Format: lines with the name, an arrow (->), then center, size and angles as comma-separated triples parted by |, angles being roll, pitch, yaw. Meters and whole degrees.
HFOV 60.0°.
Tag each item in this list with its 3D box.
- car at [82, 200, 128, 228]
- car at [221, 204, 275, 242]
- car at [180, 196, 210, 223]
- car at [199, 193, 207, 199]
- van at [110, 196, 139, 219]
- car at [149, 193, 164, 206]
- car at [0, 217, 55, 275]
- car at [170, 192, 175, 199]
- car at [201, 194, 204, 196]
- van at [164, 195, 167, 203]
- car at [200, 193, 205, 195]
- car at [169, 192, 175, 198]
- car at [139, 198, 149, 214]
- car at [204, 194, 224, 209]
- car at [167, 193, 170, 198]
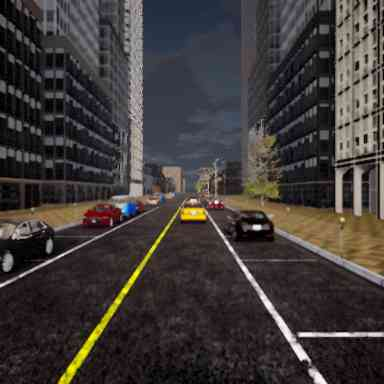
car -> -5.687, 1.440, 21.545 | 1.887, 1.381, 4.507 | 0, 0, 0
car -> 2.693, 1.489, 15.841 | 1.947, 1.339, 4.313 | 0, 0, 0
car -> 0.100, 1.339, 24.513 | 1.801, 1.575, 5.366 | 0, 1, 0
car -> 2.693, 1.004, 84.142 | 1.967, 1.590, 4.097 | 0, 0, 0
van -> -5.686, 1.208, 27.237 | 1.690, 1.788, 3.998 | 0, 0, 0
car -> -5.687, 1.189, 50.005 | 1.967, 1.590, 4.097 | 0, 0, 0
car -> -5.687, 1.502, 10.161 | 2.008, 1.369, 4.403 | 0, 0, 0
car -> -5.688, 1.091, 83.988 | 1.752, 1.417, 4.829 | 0, 0, 0
car -> 2.693, 1.331, 49.992 | 1.802, 1.307, 4.206 | 0, 0, 0
van -> -5.686, 1.060, 55.697 | 1.690, 1.788, 3.998 | 0, 0, 0
car -> 2.693, 1.243, 55.853 | 1.752, 1.417, 4.829 | 0, 0, 0
car -> -5.687, 0.845, 95.436 | 1.690, 1.788, 3.998 | 0, 0, 0
car -> -5.687, 1.420, 32.930 | 1.802, 1.307, 4.206 | 0, 0, 0
car -> 2.694, 1.249, 38.607 | 1.967, 1.590, 4.097 | 0, 0, 0
car -> -5.688, 1.254, 61.391 | 1.947, 1.339, 4.313 | 0, 0, 0
